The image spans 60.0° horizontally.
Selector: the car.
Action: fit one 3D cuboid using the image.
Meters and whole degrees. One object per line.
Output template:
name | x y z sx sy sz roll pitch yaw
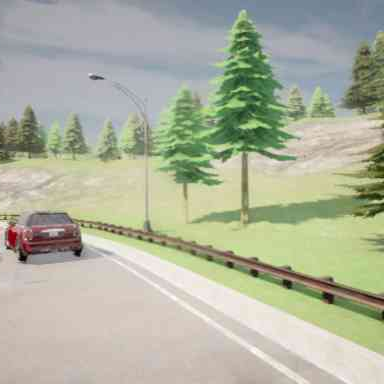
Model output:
car | -5.937 1.487 13.096 2.097 1.767 4.553 0 -1 -35
